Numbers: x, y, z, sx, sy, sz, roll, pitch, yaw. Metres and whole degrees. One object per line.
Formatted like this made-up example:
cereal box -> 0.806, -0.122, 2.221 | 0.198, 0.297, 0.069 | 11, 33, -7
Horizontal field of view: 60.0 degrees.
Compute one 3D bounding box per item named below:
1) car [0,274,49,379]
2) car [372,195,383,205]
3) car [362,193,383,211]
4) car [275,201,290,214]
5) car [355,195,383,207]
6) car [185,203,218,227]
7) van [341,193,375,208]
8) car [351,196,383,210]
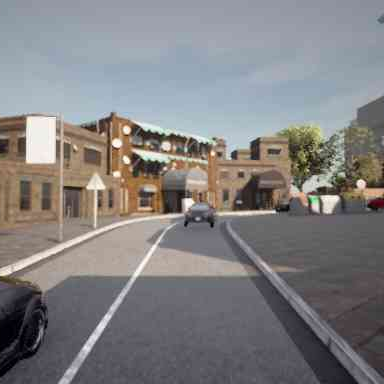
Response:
car -> -3.078, 1.517, 3.176 | 1.994, 1.385, 4.181 | 1, -1, 0
car -> 29.208, 1.191, 49.017 | 2.002, 1.452, 4.674 | -3, -1, -12
car -> 21.051, 1.040, 34.728 | 2.435, 2.045, 5.566 | -3, -1, -12
car -> 11.439, 1.649, 36.637 | 5.008, 1.535, 1.882 | 0, -2, -28
car -> 26.480, 1.311, 48.444 | 2.231, 1.521, 4.892 | -3, -1, -12
car -> 0.650, 1.428, 22.091 | 1.812, 1.442, 4.674 | 0, 0, 8
van -> 23.762, 1.233, 47.750 | 1.878, 1.987, 4.442 | -3, -1, -12
car -> 23.427, 1.401, 43.102 | 4.892, 1.490, 1.837 | -2, -1, -11
